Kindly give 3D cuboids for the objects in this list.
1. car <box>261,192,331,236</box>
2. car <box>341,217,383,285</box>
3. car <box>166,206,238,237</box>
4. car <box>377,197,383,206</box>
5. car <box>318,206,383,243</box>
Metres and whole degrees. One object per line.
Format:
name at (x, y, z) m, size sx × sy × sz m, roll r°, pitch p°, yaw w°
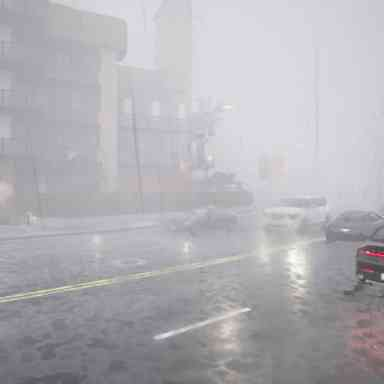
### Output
car at (6.042, 1.211, 18.760) m, size 2.150 × 2.045 × 5.566 m, roll 0°, pitch 0°, yaw 41°
car at (5.836, 1.503, 8.422) m, size 4.892 × 1.490 × 1.837 m, roll 0°, pitch 0°, yaw -42°
car at (0.691, 1.513, 18.200) m, size 1.812 × 1.442 × 4.674 m, roll 0°, pitch 0°, yaw 44°
car at (18.174, 1.479, 30.317) m, size 2.128 × 1.511 × 4.902 m, roll 0°, pitch 0°, yaw 27°
car at (7.738, 1.557, 15.247) m, size 1.994 × 1.385 × 4.181 m, roll 0°, pitch 0°, yaw 44°
